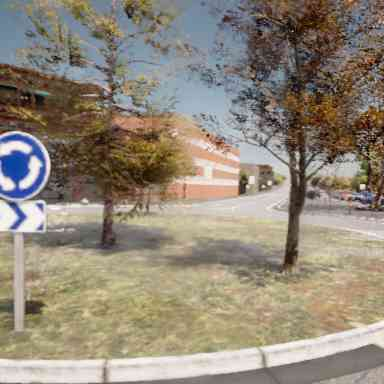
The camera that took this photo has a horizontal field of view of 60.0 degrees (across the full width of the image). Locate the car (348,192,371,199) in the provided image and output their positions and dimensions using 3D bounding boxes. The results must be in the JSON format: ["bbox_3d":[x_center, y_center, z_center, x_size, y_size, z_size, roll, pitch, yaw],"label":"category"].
[{"bbox_3d":[41.679,0.971,82.801,4.892,1.521,2.231,2,1,17],"label":"car"}]

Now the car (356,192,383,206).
[{"bbox_3d":[24.714,1.154,44.311,1.812,1.442,4.674,1,1,-16],"label":"car"}]

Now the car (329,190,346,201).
[{"bbox_3d":[26.200,0.798,60.579,1.994,1.385,4.181,2,1,17],"label":"car"}]

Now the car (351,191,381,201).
[{"bbox_3d":[39.176,0.795,74.836,5.566,2.045,2.435,2,1,17],"label":"car"}]

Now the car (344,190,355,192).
[{"bbox_3d":[32.027,0.808,68.326,2.097,1.767,4.553,2,1,17],"label":"car"}]

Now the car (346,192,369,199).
[{"bbox_3d":[42.521,0.943,85.496,5.008,1.535,2.097,2,1,17],"label":"car"}]

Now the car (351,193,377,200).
[{"bbox_3d":[40.008,1.024,77.407,4.892,1.521,2.231,2,1,17],"label":"car"}]

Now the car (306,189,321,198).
[{"bbox_3d":[26.275,0.427,75.686,5.566,2.045,2.435,2,1,17],"label":"car"}]

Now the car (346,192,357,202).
[{"bbox_3d":[29.471,1.139,60.114,1.895,1.301,4.718,2,1,18],"label":"car"}]
